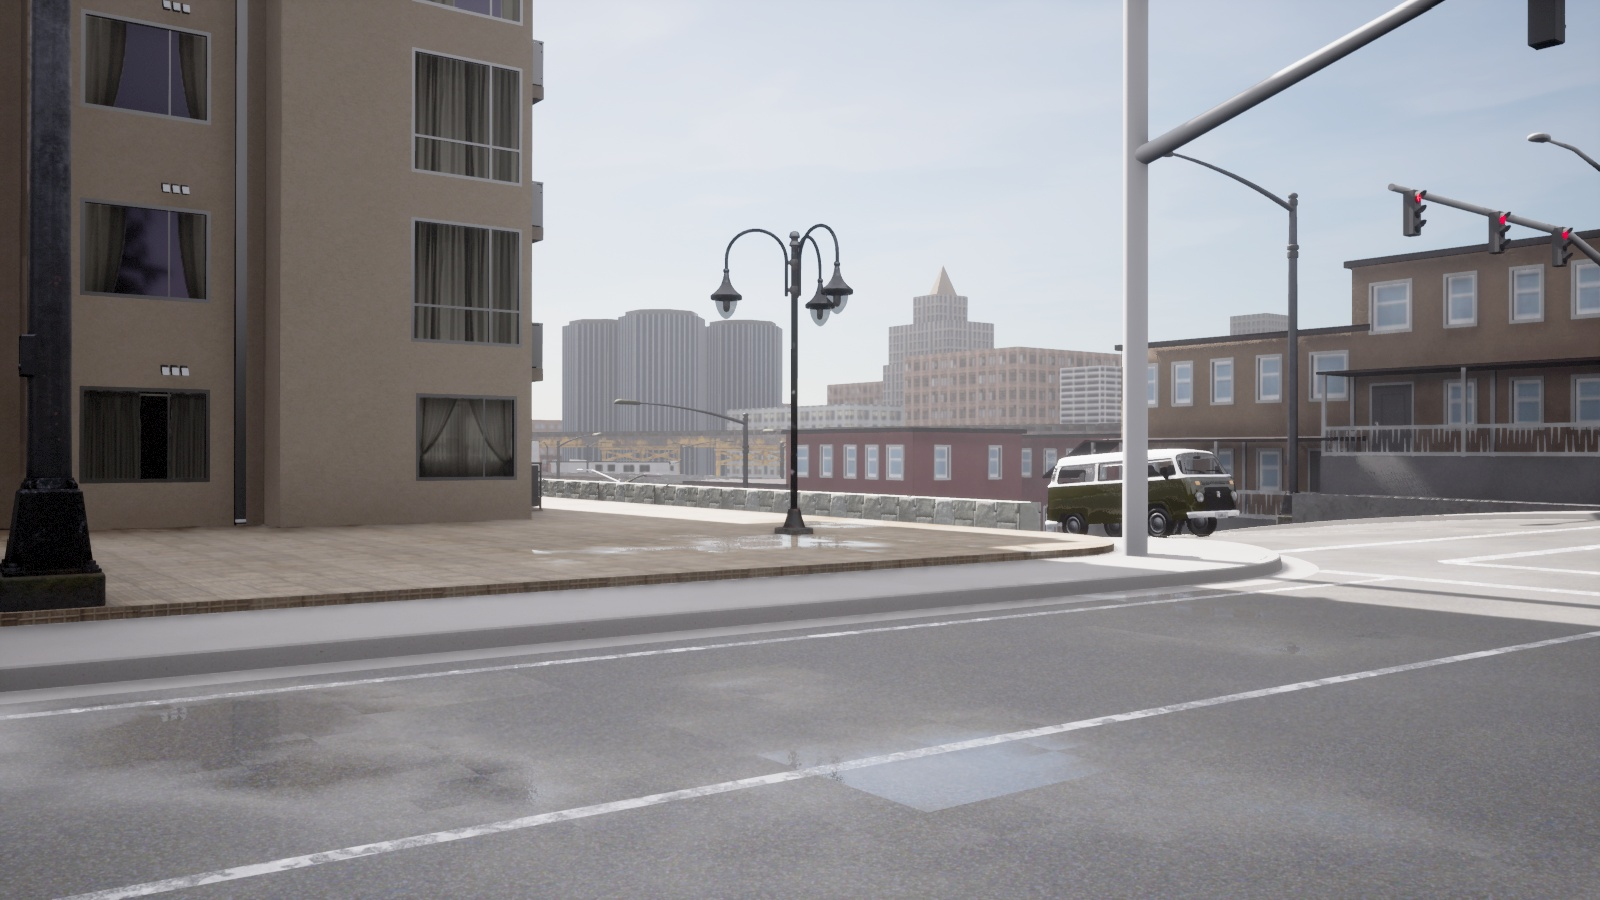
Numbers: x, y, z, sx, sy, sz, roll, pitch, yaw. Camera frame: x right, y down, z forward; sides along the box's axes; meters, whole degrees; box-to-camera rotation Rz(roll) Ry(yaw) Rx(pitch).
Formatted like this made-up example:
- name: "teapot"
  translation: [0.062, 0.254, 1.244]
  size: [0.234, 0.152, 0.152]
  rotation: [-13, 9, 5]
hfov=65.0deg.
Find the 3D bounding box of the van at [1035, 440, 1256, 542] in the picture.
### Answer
- name: "van"
  translation: [7.825, 0.996, 28.884]
  size: [2.069, 2.038, 4.480]
  rotation: [0, -5, -36]
